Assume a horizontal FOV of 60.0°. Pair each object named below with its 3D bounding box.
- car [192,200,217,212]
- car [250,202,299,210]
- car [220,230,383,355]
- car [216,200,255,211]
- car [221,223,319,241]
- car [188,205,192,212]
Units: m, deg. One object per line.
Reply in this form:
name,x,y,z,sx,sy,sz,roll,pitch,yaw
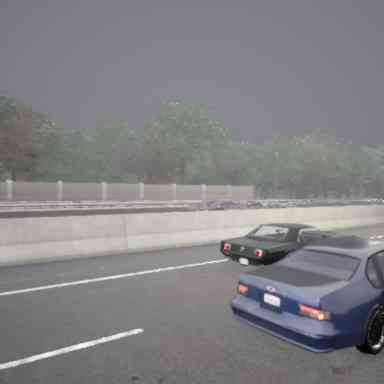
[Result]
car,2.779,1.591,31.771,4.892,1.490,1.837,0,0,-35
car,7.119,1.690,26.270,4.718,1.301,1.895,0,0,-35
car,3.163,1.573,6.130,5.357,1.411,2.033,0,0,-36
car,4.816,1.592,28.925,4.892,1.490,1.837,0,0,-35
car,3.242,1.637,10.484,4.718,1.301,1.895,0,0,-36
car,1.865,1.597,35.416,4.892,1.490,1.837,0,0,-35
